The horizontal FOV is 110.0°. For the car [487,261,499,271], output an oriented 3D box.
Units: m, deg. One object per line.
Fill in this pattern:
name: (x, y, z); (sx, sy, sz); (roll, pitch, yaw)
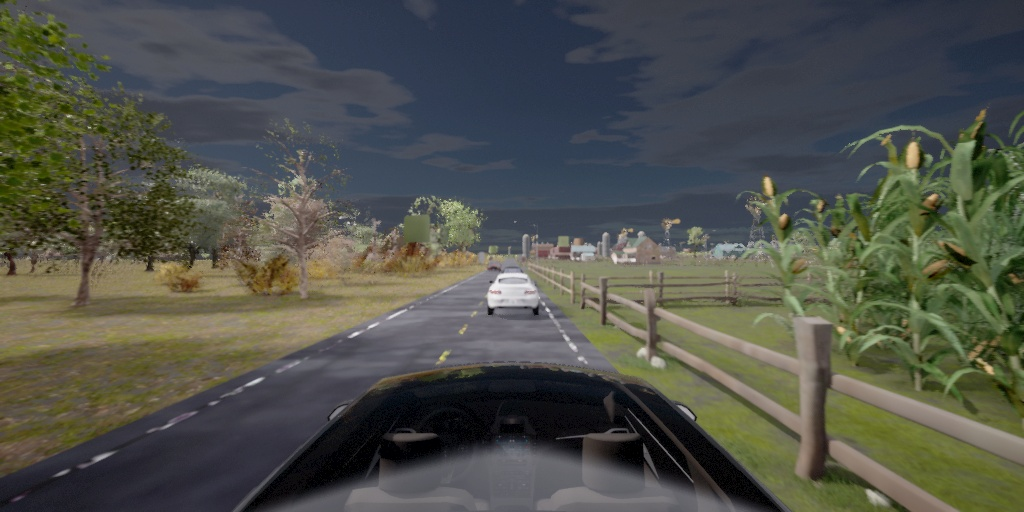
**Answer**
car: (-2.772, 1.504, 56.153); (2.097, 1.767, 4.553); (0, 0, 1)

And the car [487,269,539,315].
car: (0.050, 1.378, 14.058); (1.812, 1.442, 4.674); (0, -1, 0)

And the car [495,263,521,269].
car: (0.040, 1.502, 27.112); (2.033, 1.411, 5.357); (0, 0, 0)
